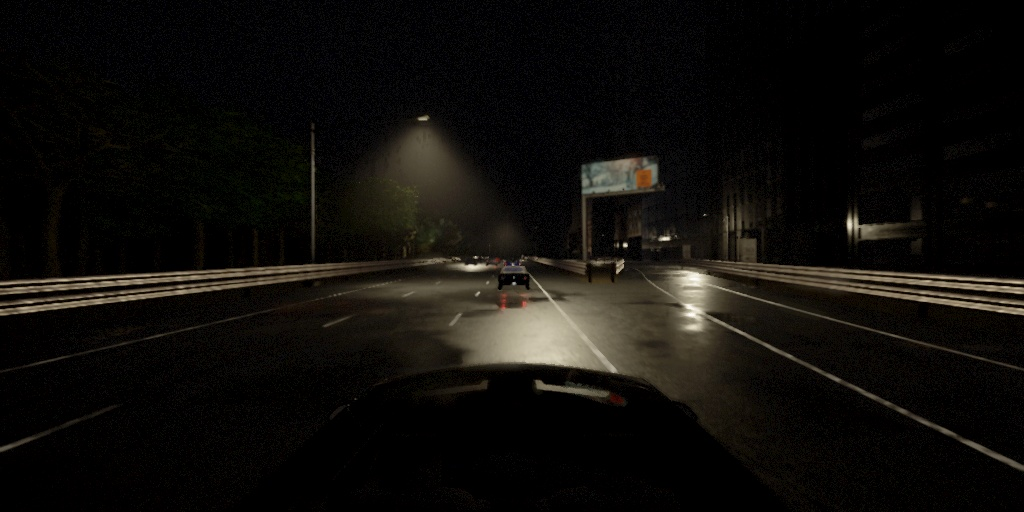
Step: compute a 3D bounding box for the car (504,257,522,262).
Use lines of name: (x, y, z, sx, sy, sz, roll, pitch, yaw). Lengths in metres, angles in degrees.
car: (0.112, 0.924, 41.169, 2.097, 1.767, 4.553, 0, 0, 0)

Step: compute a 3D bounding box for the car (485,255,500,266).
car: (-3.480, 0.981, 61.603, 1.812, 1.442, 4.674, 0, 0, 0)

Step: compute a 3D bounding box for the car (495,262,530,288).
car: (0.114, 1.272, 22.626, 1.895, 1.301, 4.718, 0, 0, 0)

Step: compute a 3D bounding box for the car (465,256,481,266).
car: (-6.980, 0.960, 61.604, 1.837, 1.490, 4.892, 0, 0, 0)
